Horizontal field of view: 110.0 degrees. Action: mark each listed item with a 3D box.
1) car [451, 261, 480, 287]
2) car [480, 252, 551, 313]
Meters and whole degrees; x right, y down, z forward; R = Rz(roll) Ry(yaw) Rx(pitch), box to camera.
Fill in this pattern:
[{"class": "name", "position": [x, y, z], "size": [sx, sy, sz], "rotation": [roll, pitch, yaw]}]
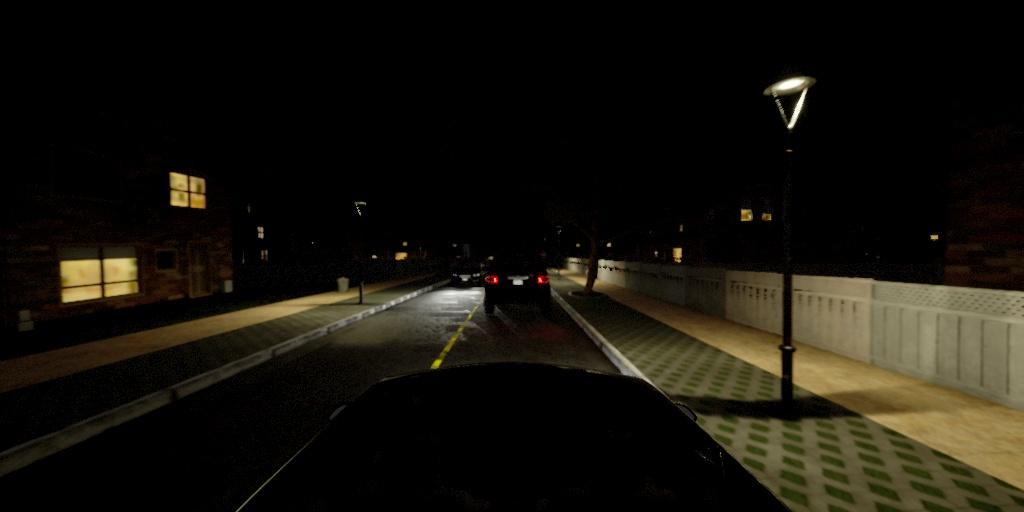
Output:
[{"class": "car", "position": [-2.673, 1.080, 23.065], "size": [2.128, 1.511, 4.902], "rotation": [0, 0, 1]}, {"class": "car", "position": [0.168, 0.876, 13.528], "size": [2.150, 2.045, 5.566], "rotation": [0, 0, 0]}]
